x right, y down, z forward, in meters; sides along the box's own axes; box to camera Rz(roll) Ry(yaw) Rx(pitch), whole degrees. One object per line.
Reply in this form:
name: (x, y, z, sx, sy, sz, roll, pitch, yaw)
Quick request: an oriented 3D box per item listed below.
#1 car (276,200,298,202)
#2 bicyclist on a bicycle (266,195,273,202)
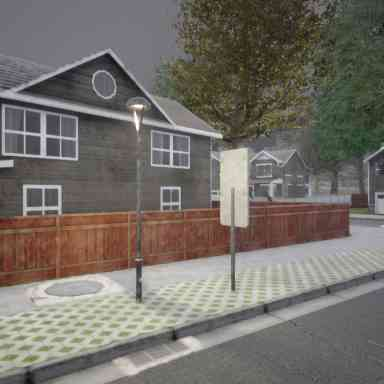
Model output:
car: (7.317, 1.356, 24.452, 5.008, 1.535, 1.882, 1, 1, 43)
bicyclist on a bicycle: (7.508, 1.130, 32.287, 0.582, 1.620, 1.656, 1, 1, 43)
